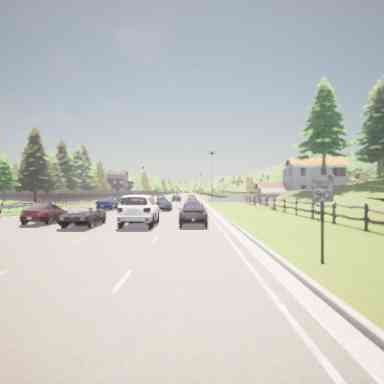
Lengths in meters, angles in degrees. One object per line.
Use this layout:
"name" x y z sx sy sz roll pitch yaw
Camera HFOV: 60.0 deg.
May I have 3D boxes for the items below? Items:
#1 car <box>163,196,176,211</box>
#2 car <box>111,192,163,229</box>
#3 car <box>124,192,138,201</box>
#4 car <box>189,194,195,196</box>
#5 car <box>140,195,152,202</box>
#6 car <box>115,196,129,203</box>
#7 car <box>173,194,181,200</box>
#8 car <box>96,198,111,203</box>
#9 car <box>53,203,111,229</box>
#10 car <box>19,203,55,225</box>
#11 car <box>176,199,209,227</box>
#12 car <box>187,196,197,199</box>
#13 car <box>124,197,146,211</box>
"car" -3.404 1.546 40.049 1.994 1.385 4.181 0 0 0
"car" -3.401 1.211 21.809 2.150 2.045 5.566 0 0 0
"car" -14.006 1.023 77.077 2.150 2.045 5.566 0 0 0
"car" -0.006 1.321 76.182 2.097 1.767 4.553 0 0 0
"car" -10.506 1.491 76.211 2.128 1.511 4.902 0 0 0
"car" -14.006 1.491 67.044 1.812 1.442 4.674 0 0 0
"car" -3.506 1.321 75.765 2.097 1.767 4.553 0 0 0
"car" -10.403 1.459 41.011 1.882 1.535 5.008 0 0 0
"car" -6.902 1.591 21.434 1.895 1.301 4.718 0 0 0
"car" -10.417 1.515 23.562 1.812 1.442 4.674 0 0 0
"car" 0.098 1.482 22.443 2.128 1.511 4.902 0 0 0
"car" 0.083 1.507 40.530 1.812 1.442 4.674 0 0 0
"car" -6.903 1.459 41.010 1.882 1.535 5.008 0 0 0
